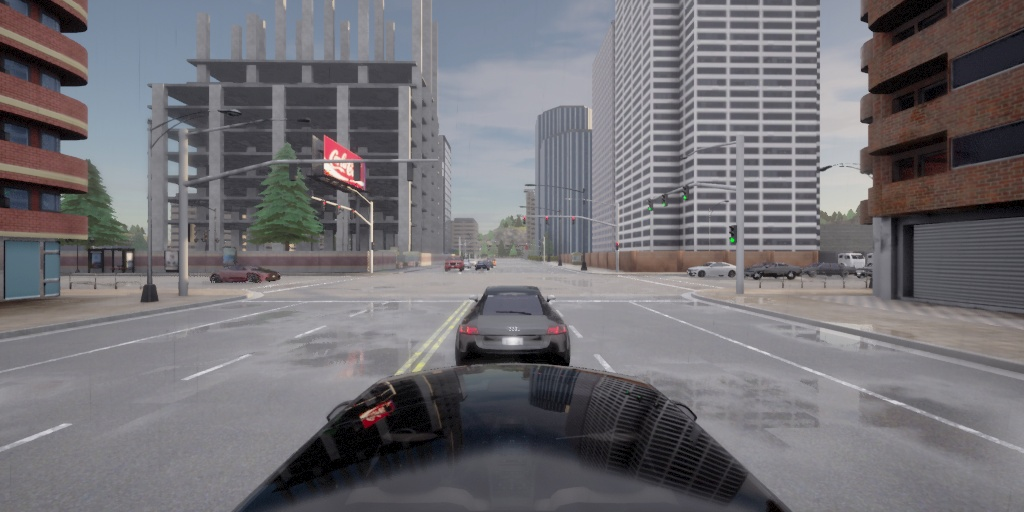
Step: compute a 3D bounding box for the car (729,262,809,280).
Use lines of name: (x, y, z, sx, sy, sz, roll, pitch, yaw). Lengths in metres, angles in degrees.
car: (21.847, 1.241, 30.615, 4.902, 1.511, 2.128, 0, 0, -1)

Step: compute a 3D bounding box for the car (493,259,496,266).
car: (-4.135, 1.314, 59.971, 1.994, 1.385, 4.181, 0, 0, 0)

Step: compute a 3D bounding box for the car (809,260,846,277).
car: (29.664, 1.297, 34.226, 5.357, 1.411, 2.033, 0, 0, -1)

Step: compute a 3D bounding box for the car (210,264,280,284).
car: (-19.490, 1.313, 26.295, 4.181, 1.385, 1.994, 0, 0, -1)

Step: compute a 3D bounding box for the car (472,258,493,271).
car: (-4.058, 1.351, 50.046, 1.895, 1.301, 4.718, 0, 0, -1)

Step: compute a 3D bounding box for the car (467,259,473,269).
car: (-7.617, 1.276, 57.272, 1.812, 1.442, 4.674, 0, 0, 0)

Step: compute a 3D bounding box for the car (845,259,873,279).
car: (32.221, 1.242, 30.755, 4.902, 1.511, 2.128, 0, 0, -1)

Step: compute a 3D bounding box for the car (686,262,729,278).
car: (19.082, 1.276, 34.055, 4.674, 1.442, 1.812, 0, 0, -1)

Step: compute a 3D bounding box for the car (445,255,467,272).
car: (-7.568, 0.971, 47.595, 2.150, 2.045, 5.566, 0, 0, -4)

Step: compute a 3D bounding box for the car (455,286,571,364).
car: (0.010, 1.314, 7.664, 1.994, 1.385, 4.181, 0, 0, 0)
